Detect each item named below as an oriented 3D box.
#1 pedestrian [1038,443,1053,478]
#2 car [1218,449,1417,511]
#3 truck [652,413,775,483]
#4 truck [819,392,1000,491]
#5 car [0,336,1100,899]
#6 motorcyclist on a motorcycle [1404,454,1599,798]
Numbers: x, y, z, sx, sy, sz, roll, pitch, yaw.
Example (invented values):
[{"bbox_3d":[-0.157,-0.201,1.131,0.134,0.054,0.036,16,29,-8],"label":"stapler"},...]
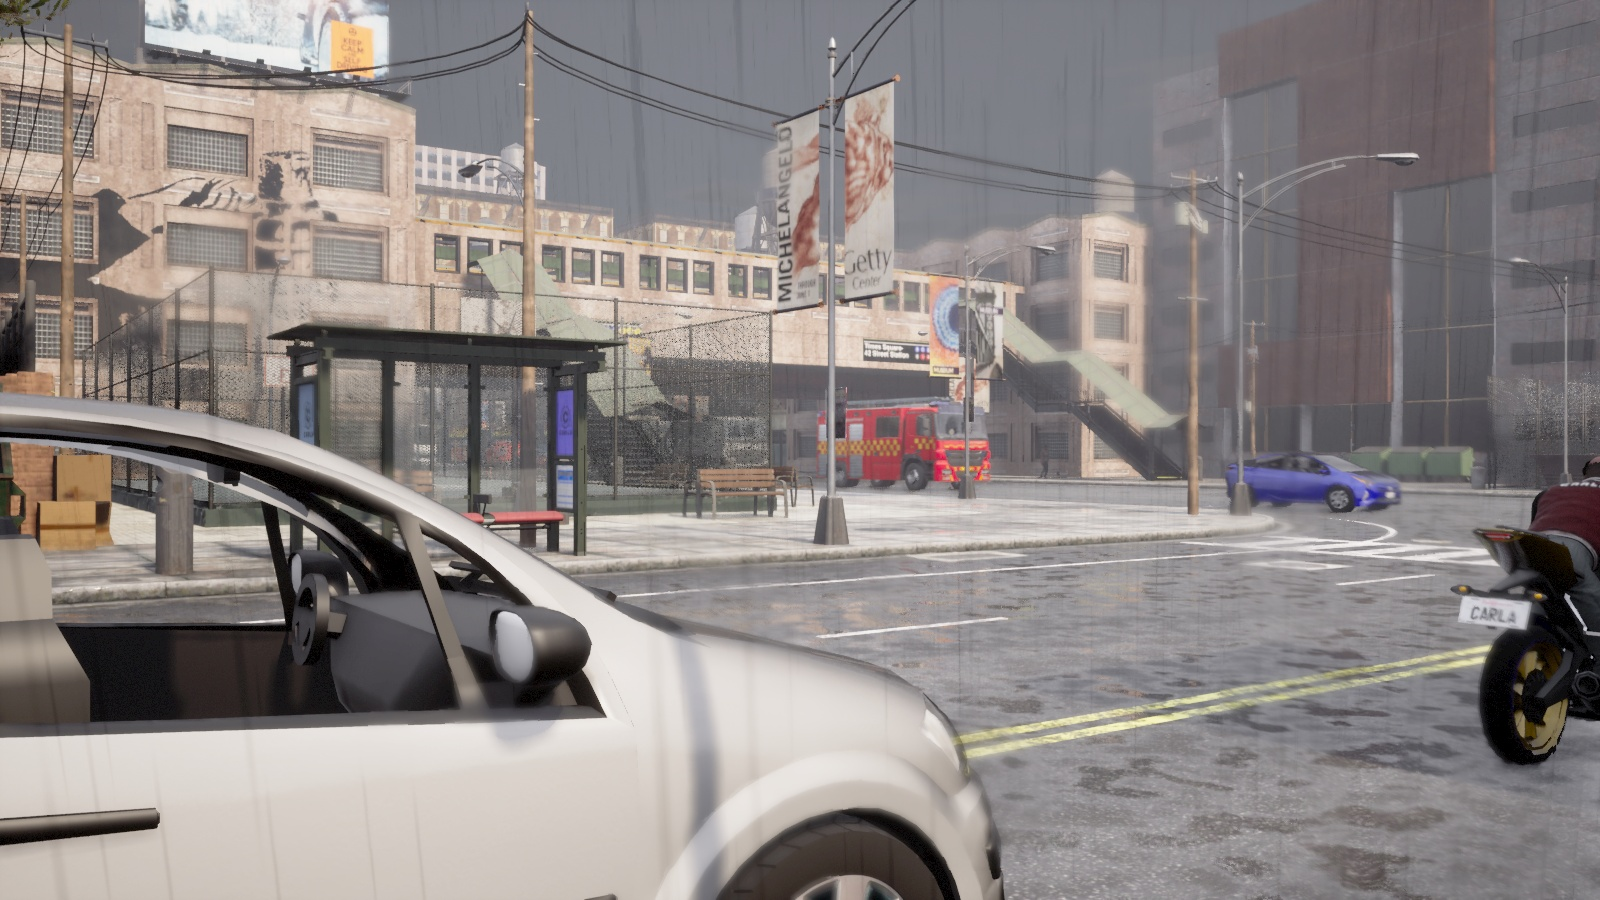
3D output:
[{"bbox_3d":[12.860,0.535,65.725,0.328,1.805,0.869,0,0,-23],"label":"pedestrian"},{"bbox_3d":[13.611,0.744,33.288,2.007,1.525,4.514,0,0,-34],"label":"car"},{"bbox_3d":[-4.672,-0.065,66.234,2.891,3.462,7.936,0,0,-34],"label":"truck"},{"bbox_3d":[4.409,-0.300,52.923,2.891,3.827,8.468,0,0,-34],"label":"truck"},{"bbox_3d":[-1.441,0.653,2.657,3.988,1.617,1.851,0,0,-35],"label":"car"},{"bbox_3d":[4.185,0.787,6.582,2.191,1.530,0.866,0,0,-35],"label":"motorcyclist on a motorcycle"}]
